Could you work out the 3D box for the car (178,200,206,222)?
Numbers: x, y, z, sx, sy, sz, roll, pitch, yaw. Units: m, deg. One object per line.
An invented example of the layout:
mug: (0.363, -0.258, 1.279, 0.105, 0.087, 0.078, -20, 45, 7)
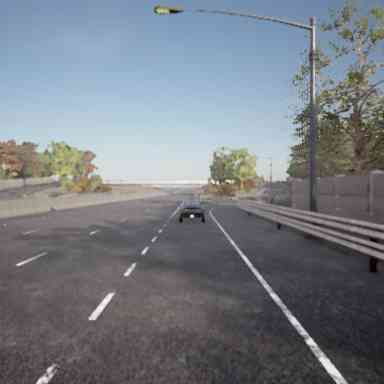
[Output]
car: (0.013, 1.397, 25.298, 1.837, 1.490, 4.892, 0, 0, 0)
